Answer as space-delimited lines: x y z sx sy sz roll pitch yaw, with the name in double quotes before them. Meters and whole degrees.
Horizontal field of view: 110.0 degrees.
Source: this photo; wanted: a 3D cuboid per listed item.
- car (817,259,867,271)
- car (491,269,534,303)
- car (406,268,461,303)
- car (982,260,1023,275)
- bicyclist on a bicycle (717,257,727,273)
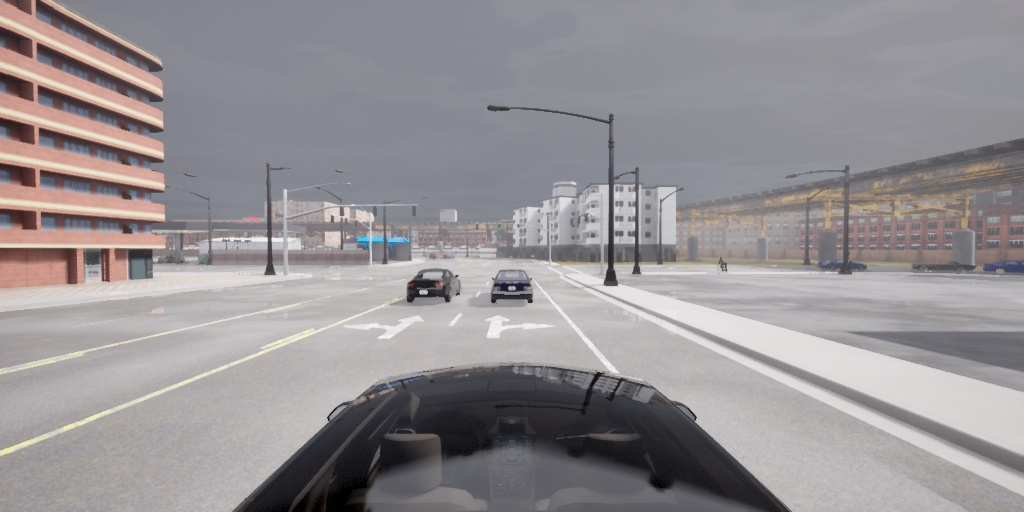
"car" 39.860 1.060 43.378 4.674 1.442 1.812 0 1 15
"car" 0.000 1.305 16.502 2.033 1.411 5.357 0 0 0
"car" -3.500 1.275 16.502 1.812 1.442 4.674 0 0 0
"car" 51.290 1.146 35.934 1.882 1.535 5.008 -1 1 -39
"bicyclist on a bicycle" 21.346 0.954 36.419 0.582 1.620 1.656 0 1 -1
